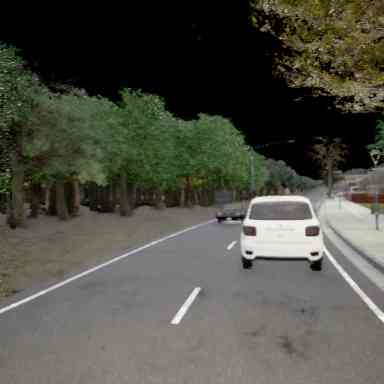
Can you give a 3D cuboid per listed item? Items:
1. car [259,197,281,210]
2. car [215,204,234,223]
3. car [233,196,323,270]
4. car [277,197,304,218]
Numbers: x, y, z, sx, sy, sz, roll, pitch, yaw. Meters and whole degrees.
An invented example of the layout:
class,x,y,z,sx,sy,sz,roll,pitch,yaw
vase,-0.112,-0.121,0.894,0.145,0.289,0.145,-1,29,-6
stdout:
class,x,y,z,sx,sy,sz,roll,pitch,yaw
car,9.858,1.430,41.614,1.994,1.385,4.181,-1,0,22
car,3.179,1.502,24.196,1.895,1.301,4.718,-1,0,19
car,2.866,1.134,10.908,2.150,2.045,5.566,-2,0,14
car,8.534,1.280,28.554,1.882,1.535,5.008,-1,0,21
